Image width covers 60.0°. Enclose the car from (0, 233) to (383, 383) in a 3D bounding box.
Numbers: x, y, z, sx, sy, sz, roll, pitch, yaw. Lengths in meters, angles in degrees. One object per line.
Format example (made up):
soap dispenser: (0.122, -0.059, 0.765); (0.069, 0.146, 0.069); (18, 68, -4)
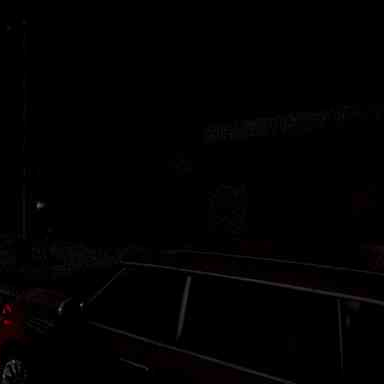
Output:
car: (0.255, 1.315, 2.896); (5.009, 1.841, 2.192); (0, 0, 36)
